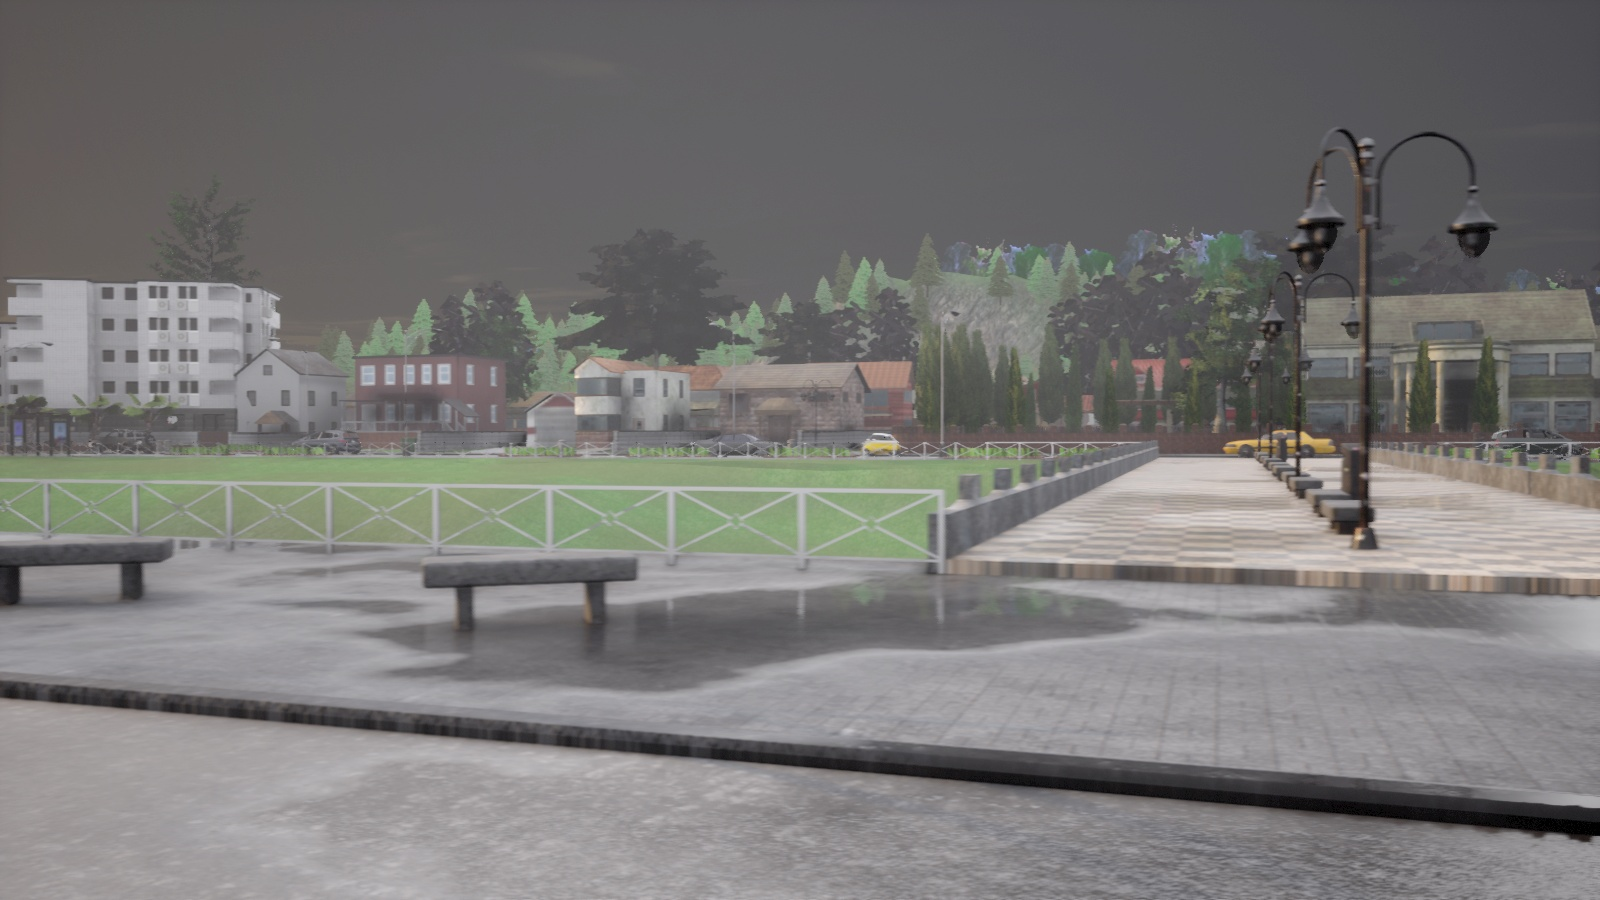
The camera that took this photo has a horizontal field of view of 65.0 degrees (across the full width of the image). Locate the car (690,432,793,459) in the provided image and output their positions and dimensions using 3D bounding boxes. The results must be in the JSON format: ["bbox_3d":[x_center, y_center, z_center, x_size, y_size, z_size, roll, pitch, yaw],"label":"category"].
[{"bbox_3d":[-3.276,-0.258,69.901,5.357,1.411,2.033,1,1,19],"label":"car"}]

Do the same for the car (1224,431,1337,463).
[{"bbox_3d":[24.687,-0.178,64.705,5.366,1.575,1.801,1,1,19],"label":"car"}]

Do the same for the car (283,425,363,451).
[{"bbox_3d":[-31.769,-0.789,83.711,4.611,1.667,2.242,1,1,19],"label":"car"}]

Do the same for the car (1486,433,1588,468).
[{"bbox_3d":[33.668,0.012,57.461,3.705,1.549,1.789,0,1,19],"label":"car"}]

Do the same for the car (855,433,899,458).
[{"bbox_3d":[4.406,-0.248,71.535,2.207,1.376,1.481,1,1,19],"label":"car"}]
